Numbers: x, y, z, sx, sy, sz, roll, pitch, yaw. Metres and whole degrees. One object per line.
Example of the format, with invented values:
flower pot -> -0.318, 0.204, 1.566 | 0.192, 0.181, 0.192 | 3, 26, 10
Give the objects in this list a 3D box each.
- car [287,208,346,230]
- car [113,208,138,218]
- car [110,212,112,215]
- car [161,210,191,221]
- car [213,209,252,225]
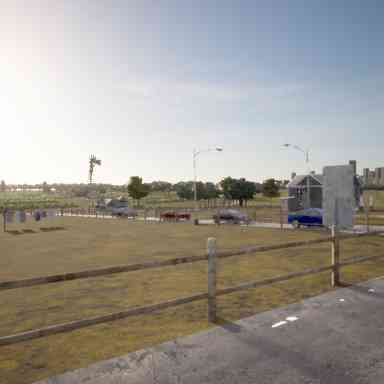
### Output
car -> 9.753, 2.029, 25.659 | 1.882, 1.535, 5.008 | 0, -2, -36
car -> -10.487, 3.336, 54.074 | 2.097, 1.767, 4.553 | 0, -2, -35
car -> -14.348, 4.005, 64.388 | 1.994, 1.385, 4.181 | 0, -2, -36
car -> -2.100, 2.974, 42.226 | 1.895, 1.301, 4.718 | 0, -2, -36
car -> 4.002, 2.469, 33.689 | 1.812, 1.442, 4.674 | 0, -2, -36
